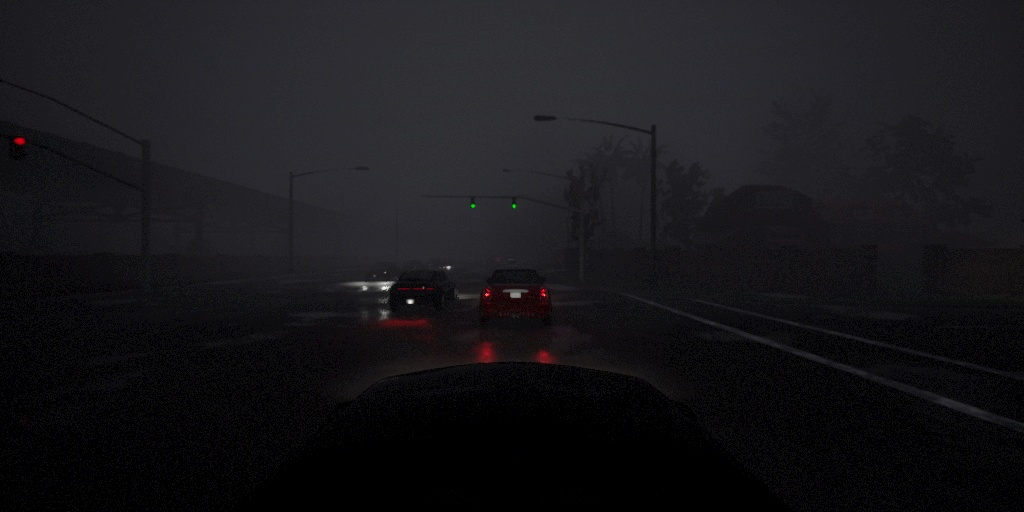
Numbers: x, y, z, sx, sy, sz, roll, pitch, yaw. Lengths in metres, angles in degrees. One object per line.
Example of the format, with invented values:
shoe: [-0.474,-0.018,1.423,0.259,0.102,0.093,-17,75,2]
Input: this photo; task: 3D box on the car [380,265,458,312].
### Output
car: [-3.395,1.270,14.394,1.837,1.490,4.892,0,0,0]

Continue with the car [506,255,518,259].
car: [0.028,0.789,61.653,2.128,1.511,4.902,0,1,0]

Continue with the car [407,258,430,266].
car: [-10.532,1.154,38.559,1.812,1.442,4.674,0,0,0]

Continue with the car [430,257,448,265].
car: [-10.478,1.001,48.327,2.128,1.511,4.902,0,1,0]

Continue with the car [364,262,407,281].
car: [-10.562,1.231,29.839,1.812,1.442,4.674,0,1,0]

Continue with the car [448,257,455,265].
car: [-10.474,0.913,58.200,1.994,1.385,4.181,0,1,0]

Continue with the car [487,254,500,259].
car: [-3.472,0.841,62.654,1.994,1.385,4.181,0,1,0]

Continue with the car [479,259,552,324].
car: [0.104,1.115,12.105,2.097,1.767,4.553,0,0,0]
